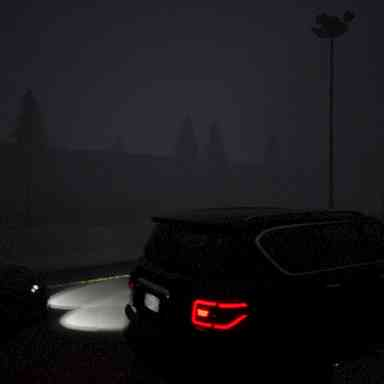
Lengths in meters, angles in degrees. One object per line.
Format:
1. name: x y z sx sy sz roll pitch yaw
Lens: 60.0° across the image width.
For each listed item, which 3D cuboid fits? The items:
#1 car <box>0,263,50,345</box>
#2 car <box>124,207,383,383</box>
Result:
1. car: -4.399 1.556 4.908 4.181 1.385 1.994 1 0 -35
2. car: 1.764 1.258 5.002 5.566 2.045 2.150 1 0 -35
